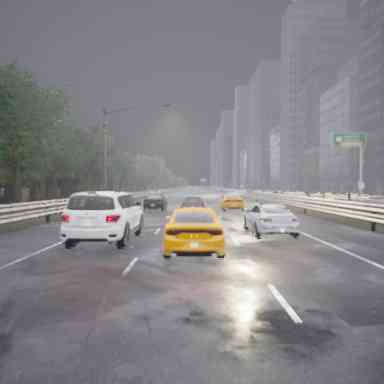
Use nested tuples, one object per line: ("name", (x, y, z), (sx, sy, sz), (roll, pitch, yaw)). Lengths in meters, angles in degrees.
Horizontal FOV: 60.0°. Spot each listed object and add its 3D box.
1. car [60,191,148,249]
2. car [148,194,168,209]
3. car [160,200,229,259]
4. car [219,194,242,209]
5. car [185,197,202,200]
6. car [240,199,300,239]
("car", (-3.398, 0.976, 13.524), (2.150, 2.045, 5.566), (0, 1, 0))
("car", (-3.355, 0.939, 31.069), (1.882, 1.535, 5.008), (0, 1, 0))
("car", (0.077, 1.269, 11.701), (1.882, 1.535, 5.008), (0, 1, 0))
("car", (3.643, 0.938, 31.058), (1.882, 1.535, 5.008), (0, 1, 0))
("car", (0.101, 1.096, 25.904), (2.033, 1.411, 5.357), (0, 1, 1))
("car", (3.607, 1.251, 15.526), (1.812, 1.442, 4.674), (0, 1, 0))
